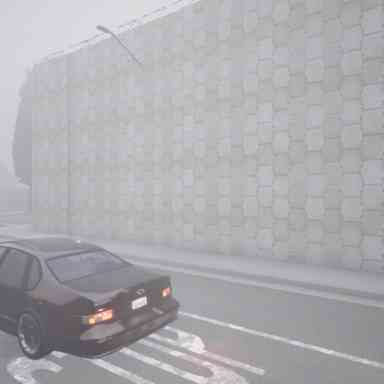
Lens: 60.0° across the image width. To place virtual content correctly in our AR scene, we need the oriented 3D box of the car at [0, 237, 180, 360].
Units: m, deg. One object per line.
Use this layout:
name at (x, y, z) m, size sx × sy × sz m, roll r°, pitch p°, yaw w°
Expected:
car at (-2.760, 1.547, 5.950) m, size 5.357 × 1.411 × 2.033 m, roll 0°, pitch 0°, yaw 35°
